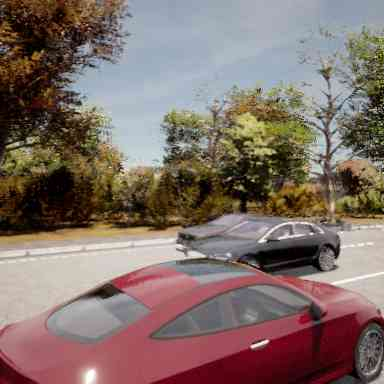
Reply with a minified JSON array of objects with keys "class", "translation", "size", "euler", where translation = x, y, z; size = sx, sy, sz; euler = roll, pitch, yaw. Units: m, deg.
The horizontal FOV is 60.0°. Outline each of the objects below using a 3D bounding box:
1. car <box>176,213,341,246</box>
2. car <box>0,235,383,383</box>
[{"class":"car","translation":[2.124,1.493,9.340],"size":[4.902,1.511,2.128],"euler":[0,0,-32]},{"class":"car","translation":[0.337,1.518,3.804],"size":[4.674,1.442,1.812],"euler":[0,0,-34]}]
